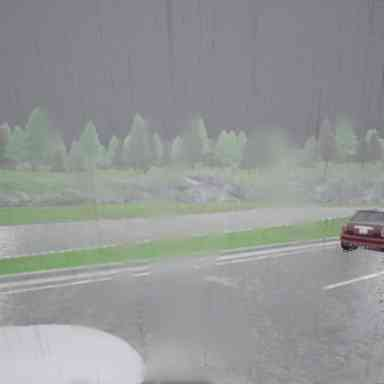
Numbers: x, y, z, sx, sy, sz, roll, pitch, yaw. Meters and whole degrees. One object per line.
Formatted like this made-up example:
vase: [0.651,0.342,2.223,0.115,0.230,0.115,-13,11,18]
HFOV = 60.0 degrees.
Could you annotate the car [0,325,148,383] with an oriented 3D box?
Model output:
car: [-2.466,1.518,1.889,4.674,1.442,1.812,1,0,-35]

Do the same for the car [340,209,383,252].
car: [7.907,1.430,12.922,4.553,1.767,2.097,0,0,-31]
